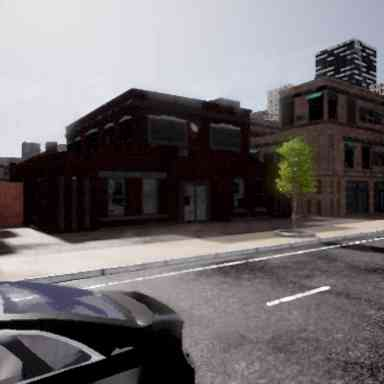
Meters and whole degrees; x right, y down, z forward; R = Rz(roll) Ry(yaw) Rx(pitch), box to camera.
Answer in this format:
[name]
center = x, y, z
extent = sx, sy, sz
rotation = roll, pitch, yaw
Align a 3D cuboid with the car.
[car]
center = -2.239, 1.492, 2.073
extent = 4.902, 1.511, 2.128
rotation = 0, 0, -35
